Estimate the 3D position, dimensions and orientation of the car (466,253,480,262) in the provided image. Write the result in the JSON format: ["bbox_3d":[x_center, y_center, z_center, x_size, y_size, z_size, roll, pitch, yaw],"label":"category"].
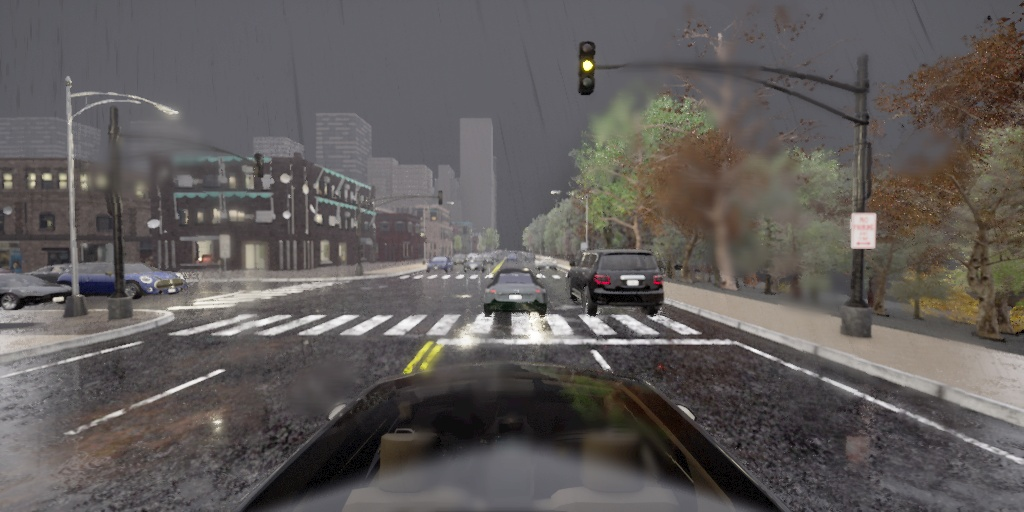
[{"bbox_3d":[-6.543,0.238,60.217,1.812,1.442,4.674,0,1,1],"label":"car"}]

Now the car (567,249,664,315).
[{"bbox_3d":[3.353,0.781,12.625,2.150,2.045,5.566,0,1,0],"label":"car"}]

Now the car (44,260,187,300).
[{"bbox_3d":[-18.036,1.041,16.699,4.553,1.767,2.097,-1,2,2],"label":"car"}]

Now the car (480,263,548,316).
[{"bbox_3d":[0.100,1.127,12.400,1.994,1.385,4.181,0,1,0],"label":"car"}]

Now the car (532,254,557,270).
[{"bbox_3d":[3.348,0.741,36.213,1.895,1.301,4.718,0,1,0],"label":"car"}]

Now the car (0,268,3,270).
[{"bbox_3d":[-33.816,1.291,22.584,4.207,1.307,1.802,0,0,0],"label":"car"}]

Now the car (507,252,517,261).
[{"bbox_3d":[-0.007,0.192,64.047,2.033,1.411,5.357,0,1,0],"label":"car"}]

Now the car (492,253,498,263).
[{"bbox_3d":[-3.341,0.446,46.669,2.128,1.511,4.902,0,1,0],"label":"car"}]

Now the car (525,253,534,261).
[{"bbox_3d":[3.246,0.132,64.352,2.128,1.511,4.902,0,1,0],"label":"car"}]

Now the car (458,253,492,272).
[{"bbox_3d":[-3.345,0.682,33.354,2.128,1.511,4.902,0,1,0],"label":"car"}]

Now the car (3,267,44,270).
[{"bbox_3d":[-28.281,1.196,22.576,4.403,1.370,2.007,0,0,0],"label":"car"}]

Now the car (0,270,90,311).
[{"bbox_3d":[-19.947,1.349,14.066,4.313,1.339,1.948,0,0,0],"label":"car"}]

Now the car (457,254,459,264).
[{"bbox_3d":[-6.590,0.479,45.547,1.837,1.490,4.892,0,1,0],"label":"car"}]

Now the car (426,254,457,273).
[{"bbox_3d":[-6.597,0.716,33.363,1.812,1.442,4.674,0,1,0],"label":"car"}]
